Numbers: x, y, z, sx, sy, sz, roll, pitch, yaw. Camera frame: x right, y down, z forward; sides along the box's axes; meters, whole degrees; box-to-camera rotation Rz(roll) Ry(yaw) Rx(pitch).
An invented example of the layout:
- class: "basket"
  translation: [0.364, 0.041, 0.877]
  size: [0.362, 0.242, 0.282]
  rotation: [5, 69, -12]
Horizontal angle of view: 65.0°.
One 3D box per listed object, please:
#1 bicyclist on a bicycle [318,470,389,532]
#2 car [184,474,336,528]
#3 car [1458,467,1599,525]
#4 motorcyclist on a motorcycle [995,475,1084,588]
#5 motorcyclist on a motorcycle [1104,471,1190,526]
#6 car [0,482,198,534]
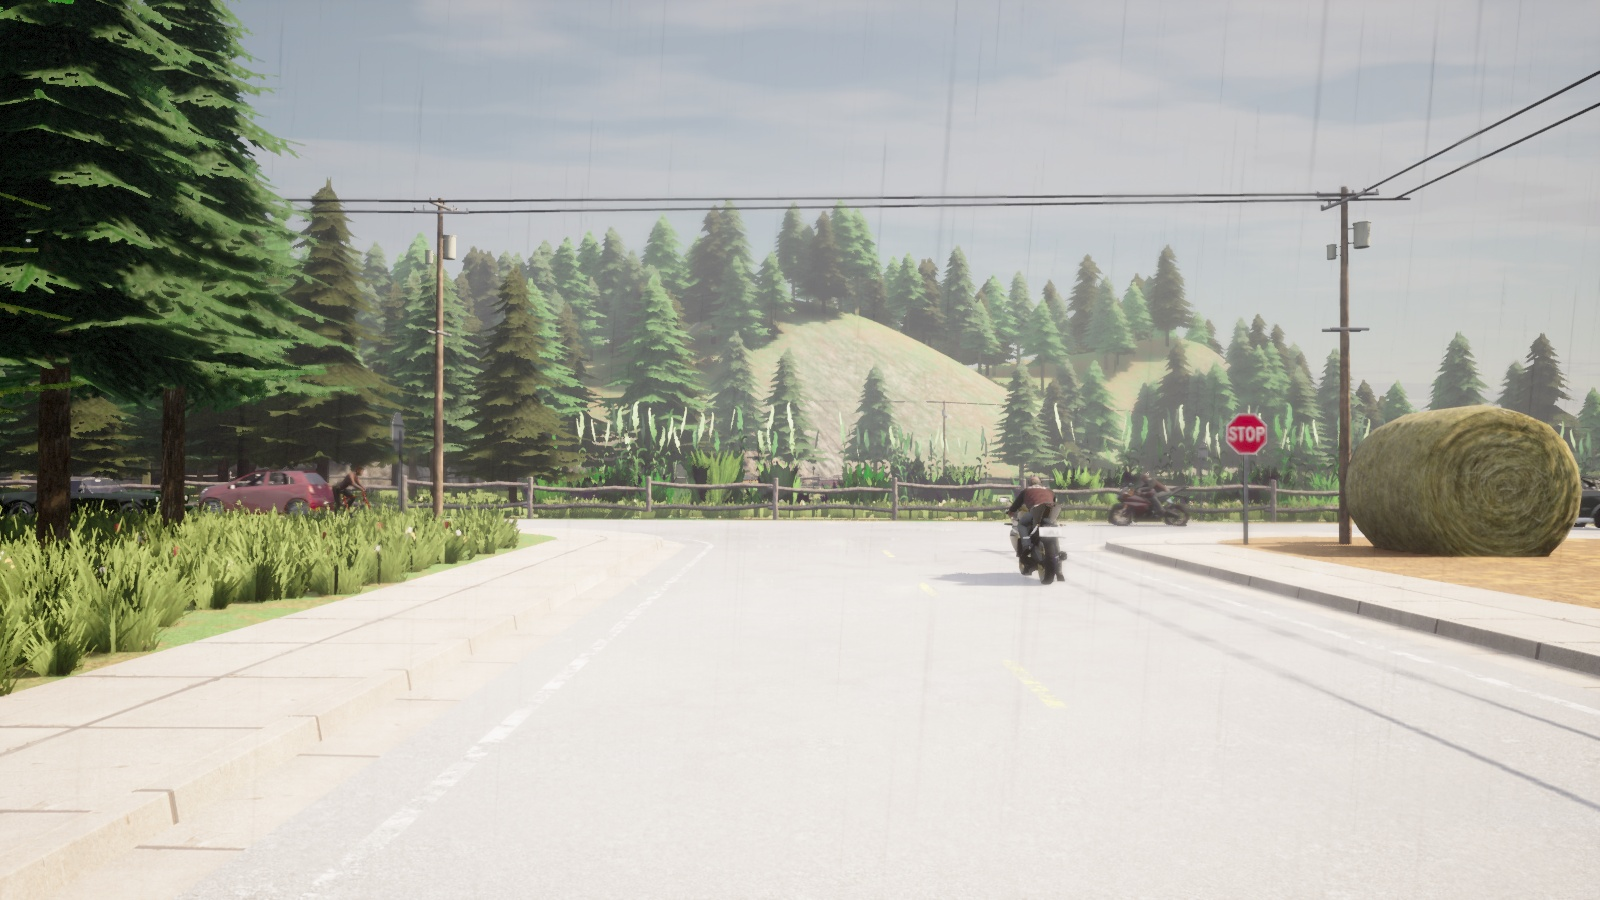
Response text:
- class: "bicyclist on a bicycle"
  translation: [-11.723, 1.332, 32.986]
  size: [1.656, 1.620, 0.582]
  rotation: [0, -1, 3]
- class: "car"
  translation: [-15.705, 1.471, 36.674]
  size: [3.633, 1.501, 1.845]
  rotation: [0, -1, 3]
- class: "car"
  translation: [20.682, 1.264, 35.004]
  size: [3.705, 1.549, 1.789]
  rotation: [0, -1, 3]
- class: "motorcyclist on a motorcycle"
  translation: [3.450, 1.143, 18.311]
  size: [0.866, 1.530, 2.191]
  rotation: [0, -1, 0]
- class: "motorcyclist on a motorcycle"
  translation: [9.793, 1.371, 35.503]
  size: [2.191, 1.530, 0.866]
  rotation: [0, -1, 3]
- class: "car"
  translation: [-18.776, 1.513, 33.294]
  size: [4.718, 1.301, 1.895]
  rotation: [0, -1, 2]
